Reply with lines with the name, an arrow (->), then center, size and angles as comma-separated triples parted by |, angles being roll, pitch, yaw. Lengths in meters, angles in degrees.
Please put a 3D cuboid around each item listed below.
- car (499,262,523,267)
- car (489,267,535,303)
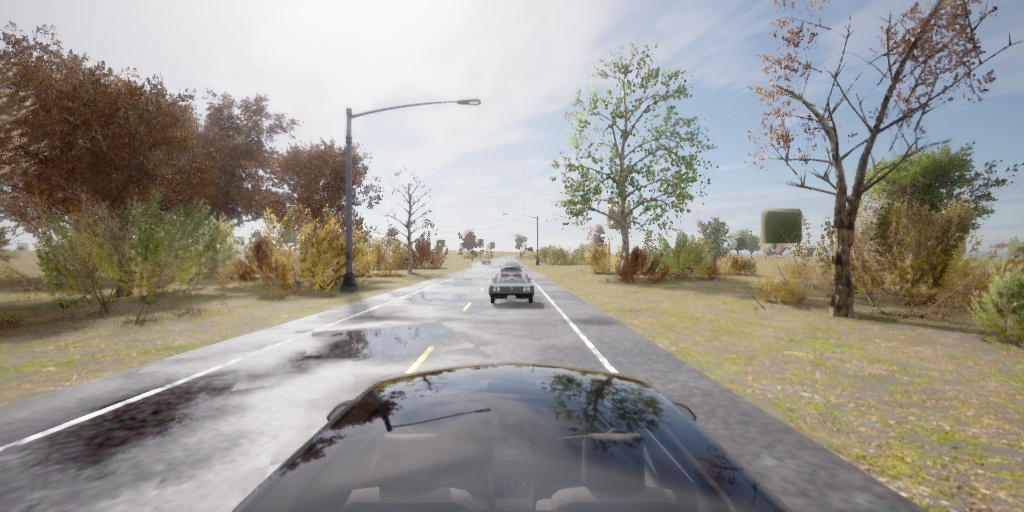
car -> -0.078, 1.265, 31.509 | 1.837, 1.490, 4.892 | 0, 0, 0
car -> -0.017, 1.364, 16.535 | 1.895, 1.301, 4.718 | 0, 0, 0
